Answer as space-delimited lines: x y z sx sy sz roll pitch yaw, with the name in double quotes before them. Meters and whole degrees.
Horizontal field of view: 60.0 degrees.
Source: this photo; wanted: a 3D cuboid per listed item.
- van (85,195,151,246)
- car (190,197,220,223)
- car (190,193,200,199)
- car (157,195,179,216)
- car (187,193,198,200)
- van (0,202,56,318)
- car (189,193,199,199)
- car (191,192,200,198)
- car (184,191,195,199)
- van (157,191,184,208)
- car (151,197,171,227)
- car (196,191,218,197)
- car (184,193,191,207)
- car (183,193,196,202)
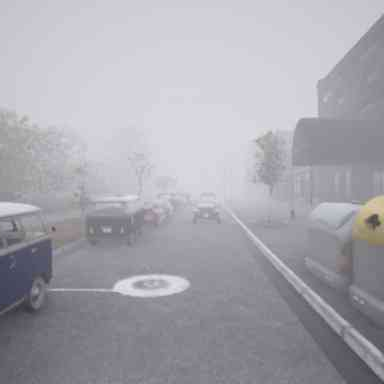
"van" -3.216 1.151 14.852 1.878 1.987 4.442 0 1 1
"car" 1.054 1.358 23.974 1.812 1.442 4.674 0 0 3
"car" 0.806 0.948 87.788 2.231 1.521 4.892 0 0 5
"car" -2.555 1.295 26.858 2.231 1.521 4.892 0 1 2
"car" 0.156 0.997 75.868 1.946 1.575 5.366 0 0 5
"van" -3.611 1.217 4.908 1.878 1.987 4.442 0 1 1
"car" 0.500 0.978 82.241 2.097 1.535 5.008 0 1 5
"car" 1.111 0.896 93.321 2.097 1.535 5.008 0 0 5
"car" -1.267 0.918 50.222 2.435 2.045 5.566 0 0 4
"van" -2.237 1.052 32.533 1.878 1.987 4.442 0 0 5
"car" -2.860 1.362 21.356 2.163 1.488 4.792 0 1 2
"car" 1.954 0.938 40.397 2.150 2.045 5.566 0 1 3
"car" -1.638 1.241 43.489 2.002 1.452 4.674 0 0 3
"car" -0.416 1.057 65.632 2.097 1.535 5.008 0 0 5
